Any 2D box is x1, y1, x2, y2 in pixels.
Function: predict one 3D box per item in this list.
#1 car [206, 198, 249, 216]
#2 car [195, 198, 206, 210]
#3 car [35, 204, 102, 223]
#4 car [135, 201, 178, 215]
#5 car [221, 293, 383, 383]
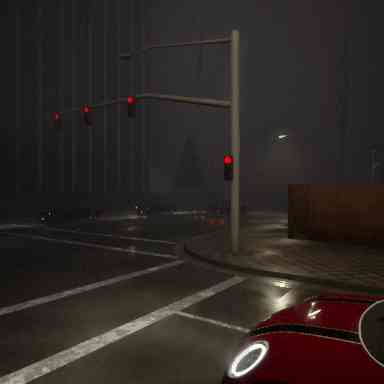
[{"bbox_3d":[3.748,1.491,31.506,2.128,1.511,4.902,0,0,35],"label":"car"},{"bbox_3d":[2.283,1.491,41.835,2.128,1.511,4.902,0,0,36],"label":"car"},{"bbox_3d":[-9.341,1.601,25.468,1.895,1.301,4.718,0,0,35],"label":"car"},{"bbox_3d":[-3.560,1.601,33.624,1.895,1.301,4.718,0,0,35],"label":"car"},{"bbox_3d":[2.429,1.352,2.225,4.553,1.767,2.097,0,0,36],"label":"car"}]
